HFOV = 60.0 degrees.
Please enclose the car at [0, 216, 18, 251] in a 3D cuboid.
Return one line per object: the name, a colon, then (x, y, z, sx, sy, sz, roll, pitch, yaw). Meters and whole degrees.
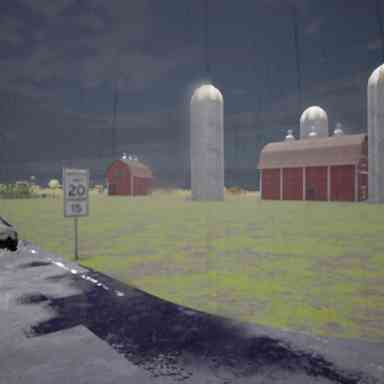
car: (-8.264, 1.493, 12.944, 1.994, 1.385, 4.181, 0, 0, -41)
